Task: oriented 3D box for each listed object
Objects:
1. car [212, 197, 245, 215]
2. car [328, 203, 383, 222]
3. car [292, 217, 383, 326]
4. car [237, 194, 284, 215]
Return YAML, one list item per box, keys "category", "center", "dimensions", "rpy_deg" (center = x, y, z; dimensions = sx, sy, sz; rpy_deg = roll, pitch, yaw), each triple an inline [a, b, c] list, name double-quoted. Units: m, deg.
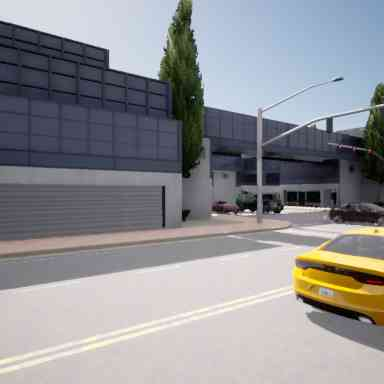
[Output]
- category: "car"
  center: [2.892, 1.526, 34.362]
  dimensions: [1.812, 1.442, 4.674]
  rpy_deg: [0, 0, -37]
- category: "car"
  center: [11.815, 1.507, 22.675]
  dimensions: [1.837, 1.490, 4.892]
  rpy_deg: [0, 0, -39]
- category: "car"
  center: [4.187, 1.478, 6.829]
  dimensions: [5.008, 1.535, 1.882]
  rpy_deg: [0, 0, -36]
- category: "car"
  center: [6.904, 1.221, 34.841]
  dimensions: [2.150, 2.045, 5.566]
  rpy_deg: [0, 0, -37]
